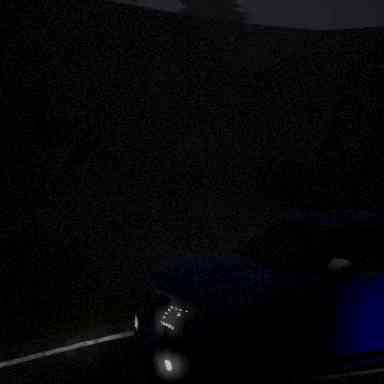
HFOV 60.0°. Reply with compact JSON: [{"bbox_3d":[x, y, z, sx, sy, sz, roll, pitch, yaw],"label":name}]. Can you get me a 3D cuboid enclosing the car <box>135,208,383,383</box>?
[{"bbox_3d":[2.042,1.256,4.611,5.566,2.045,2.150,1,-1,-13],"label":"car"}]
